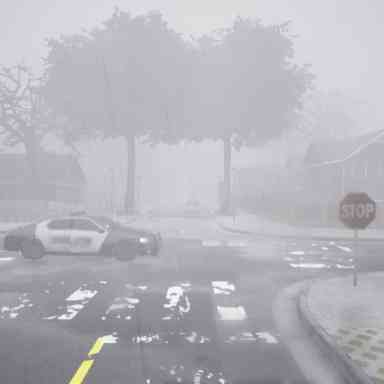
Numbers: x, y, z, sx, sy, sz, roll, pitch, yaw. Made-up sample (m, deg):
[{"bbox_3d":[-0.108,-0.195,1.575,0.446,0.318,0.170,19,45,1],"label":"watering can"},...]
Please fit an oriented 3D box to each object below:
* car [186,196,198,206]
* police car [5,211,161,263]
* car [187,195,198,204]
[{"bbox_3d":[0.033,1.682,56.803,1.994,1.385,4.181,0,0,0],"label":"car"},{"bbox_3d":[-3.615,1.498,11.617,4.974,1.542,2.038,1,1,1],"label":"police car"},{"bbox_3d":[0.039,1.508,66.823,2.097,1.767,4.553,0,0,0],"label":"car"}]
